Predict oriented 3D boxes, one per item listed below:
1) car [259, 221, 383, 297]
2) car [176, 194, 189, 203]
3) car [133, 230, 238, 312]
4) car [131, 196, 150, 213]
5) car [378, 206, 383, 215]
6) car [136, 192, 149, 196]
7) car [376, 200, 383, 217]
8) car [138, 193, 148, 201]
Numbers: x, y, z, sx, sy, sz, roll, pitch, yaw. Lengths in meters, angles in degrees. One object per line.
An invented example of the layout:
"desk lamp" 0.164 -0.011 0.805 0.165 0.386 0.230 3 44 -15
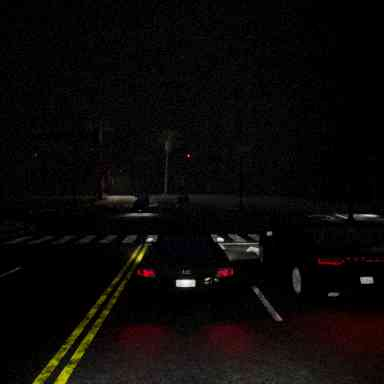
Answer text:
"car" 3.117 1.476 8.613 1.882 1.535 5.008 0 0 -3
"car" -1.679 1.101 58.528 2.128 1.511 4.902 0 1 -9
"car" -0.158 1.563 7.812 1.994 1.385 4.181 0 0 -1
"car" -5.392 1.456 35.398 2.033 1.411 5.357 0 0 -6
"car" 18.305 1.418 26.938 5.008 1.535 1.882 0 0 12
"car" -7.781 1.132 54.219 1.882 1.535 5.008 0 1 -9
"car" 19.252 1.490 30.061 4.181 1.385 1.994 0 0 13
"car" -10.238 0.961 69.415 1.837 1.490 4.892 0 1 -11
